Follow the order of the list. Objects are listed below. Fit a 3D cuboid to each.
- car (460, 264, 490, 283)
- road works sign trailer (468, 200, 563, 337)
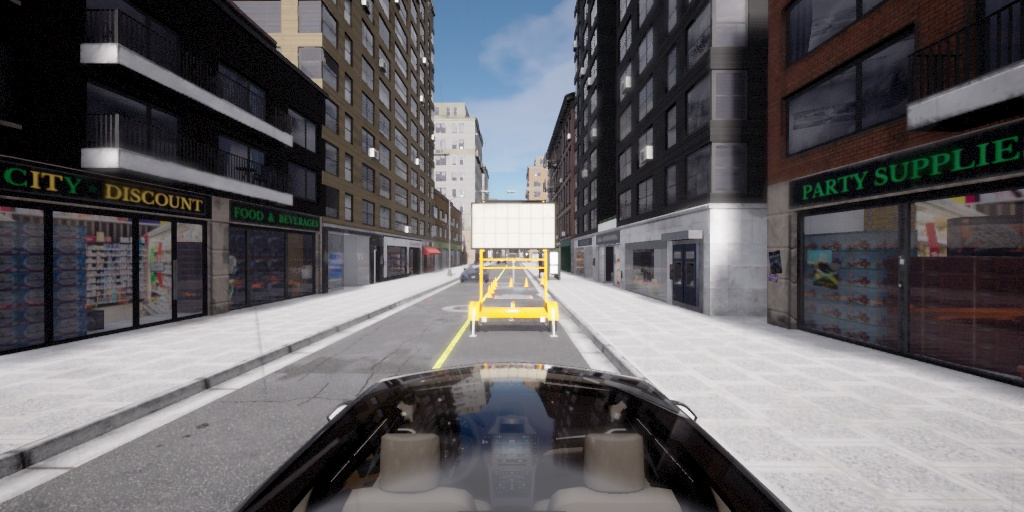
[{"bbox_3d":[-2.726,1.305,27.383,1.994,1.385,4.181,0,0,0],"label":"car"},{"bbox_3d":[0.044,0.213,10.271,2.380,3.560,2.880,0,0,0],"label":"road works sign trailer"}]
